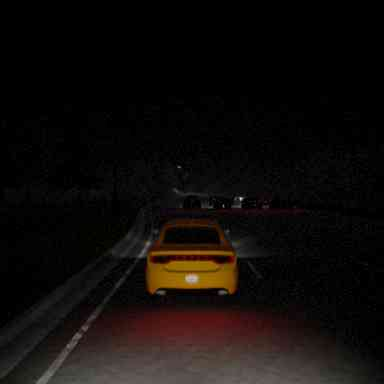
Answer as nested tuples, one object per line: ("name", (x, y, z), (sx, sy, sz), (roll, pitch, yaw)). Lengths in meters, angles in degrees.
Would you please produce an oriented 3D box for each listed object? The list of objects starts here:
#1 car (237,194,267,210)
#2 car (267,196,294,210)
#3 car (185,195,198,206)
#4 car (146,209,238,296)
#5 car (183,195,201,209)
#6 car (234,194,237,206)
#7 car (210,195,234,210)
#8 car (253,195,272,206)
("car", (6.995, 1.255, 39.184), (2.128, 1.511, 4.902), (0, 0, 0))
("car", (10.495, 1.241, 39.185), (1.882, 1.535, 5.008), (0, 0, 0))
("car", (-0.006, 1.206, 49.603), (1.837, 1.490, 4.892), (0, 0, 0))
("car", (-0.001, 1.425, 8.575), (1.882, 1.535, 5.008), (0, 0, 0))
("car", (-0.005, 1.114, 39.569), (2.097, 1.767, 4.553), (0, 0, 0))
("car", (6.994, 1.053, 49.573), (2.097, 1.767, 4.553), (0, 0, 0))
("car", (3.495, 1.269, 39.184), (1.837, 1.490, 4.892), (0, 0, 0))
("car", (10.494, 1.227, 49.604), (1.812, 1.442, 4.674), (0, 0, 0))
